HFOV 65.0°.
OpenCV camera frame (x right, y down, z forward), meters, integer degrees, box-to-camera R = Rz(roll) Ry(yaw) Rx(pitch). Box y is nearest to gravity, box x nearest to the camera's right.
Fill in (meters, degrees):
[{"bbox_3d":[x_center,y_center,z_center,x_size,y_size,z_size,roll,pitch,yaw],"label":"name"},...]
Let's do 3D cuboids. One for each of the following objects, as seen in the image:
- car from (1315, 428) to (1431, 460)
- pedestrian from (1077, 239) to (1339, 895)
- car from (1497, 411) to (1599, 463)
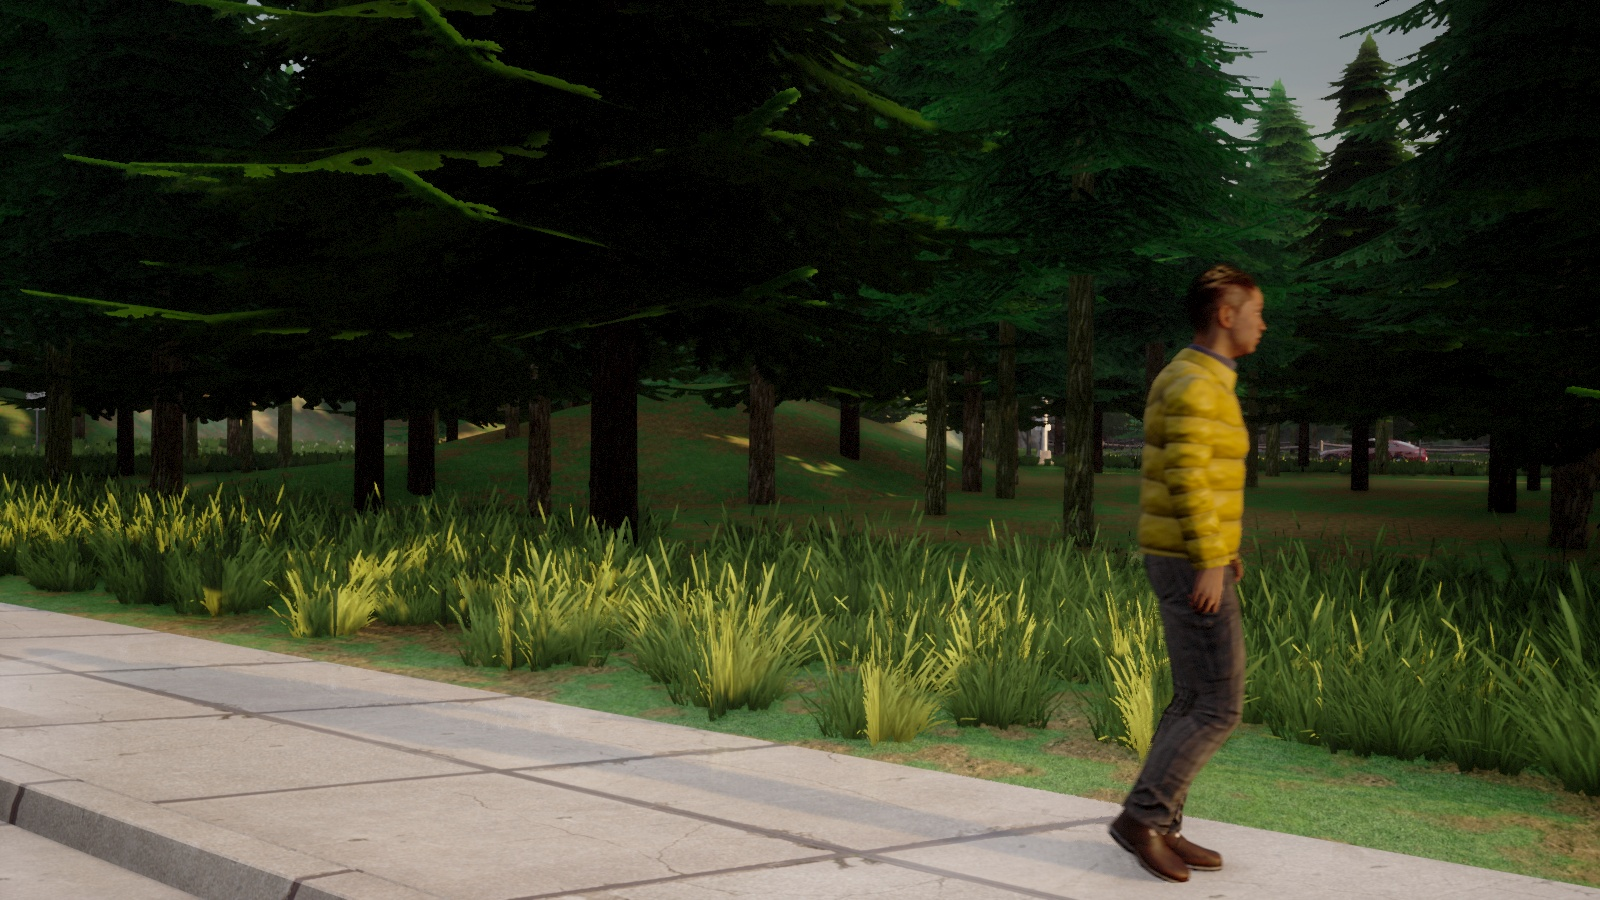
[{"bbox_3d":[26.660,-0.283,58.521,4.674,1.442,1.812,0,1,35],"label":"car"},{"bbox_3d":[1.223,0.330,3.822,0.709,1.840,0.431,0,1,15],"label":"pedestrian"},{"bbox_3d":[31.529,-0.530,50.879,5.566,2.045,2.150,0,1,35],"label":"car"}]
